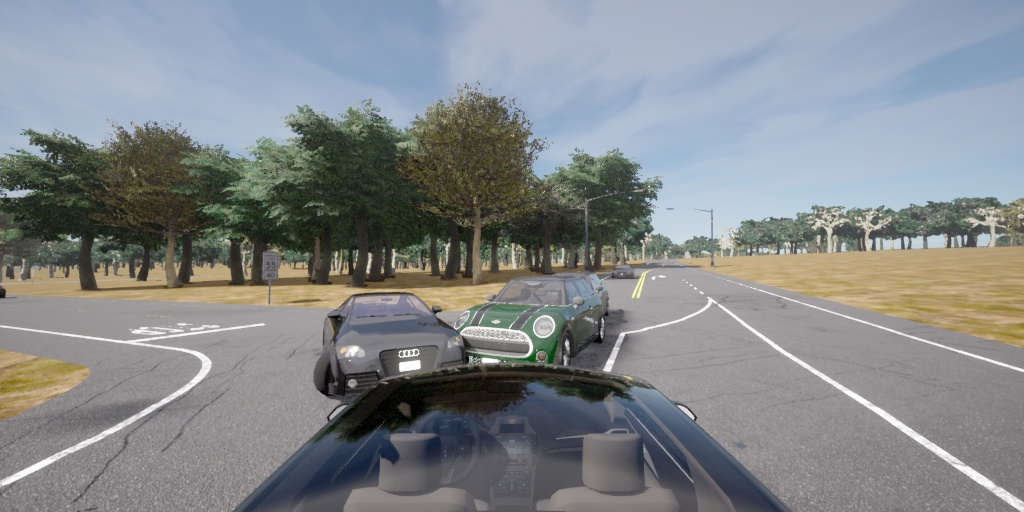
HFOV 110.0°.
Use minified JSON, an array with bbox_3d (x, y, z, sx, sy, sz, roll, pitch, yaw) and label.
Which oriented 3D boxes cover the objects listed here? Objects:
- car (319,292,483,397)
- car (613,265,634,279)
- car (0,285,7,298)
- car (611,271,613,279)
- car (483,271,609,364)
[{"bbox_3d":[-2.356,1.376,6.640,1.994,1.385,4.181,1,-2,-29],"label":"car"},{"bbox_3d":[10.879,1.524,35.046,1.994,1.385,4.181,-1,0,21],"label":"car"},{"bbox_3d":[-40.862,2.562,27.403,4.181,1.385,1.994,-2,-3,22],"label":"car"},{"bbox_3d":[2.022,1.344,12.158,2.097,1.767,4.553,-1,-1,21],"label":"car"},{"bbox_3d":[0.615,1.218,7.845,2.097,1.767,4.553,-1,-2,26],"label":"car"}]
